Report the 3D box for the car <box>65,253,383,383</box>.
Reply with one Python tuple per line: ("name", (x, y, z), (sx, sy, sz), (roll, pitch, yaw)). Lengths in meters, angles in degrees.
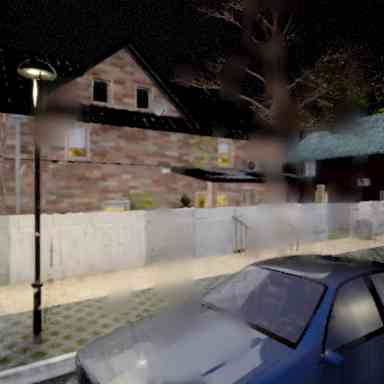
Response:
("car", (1.426, 1.536, 3.988), (5.357, 1.411, 2.033), (0, 0, -34))
